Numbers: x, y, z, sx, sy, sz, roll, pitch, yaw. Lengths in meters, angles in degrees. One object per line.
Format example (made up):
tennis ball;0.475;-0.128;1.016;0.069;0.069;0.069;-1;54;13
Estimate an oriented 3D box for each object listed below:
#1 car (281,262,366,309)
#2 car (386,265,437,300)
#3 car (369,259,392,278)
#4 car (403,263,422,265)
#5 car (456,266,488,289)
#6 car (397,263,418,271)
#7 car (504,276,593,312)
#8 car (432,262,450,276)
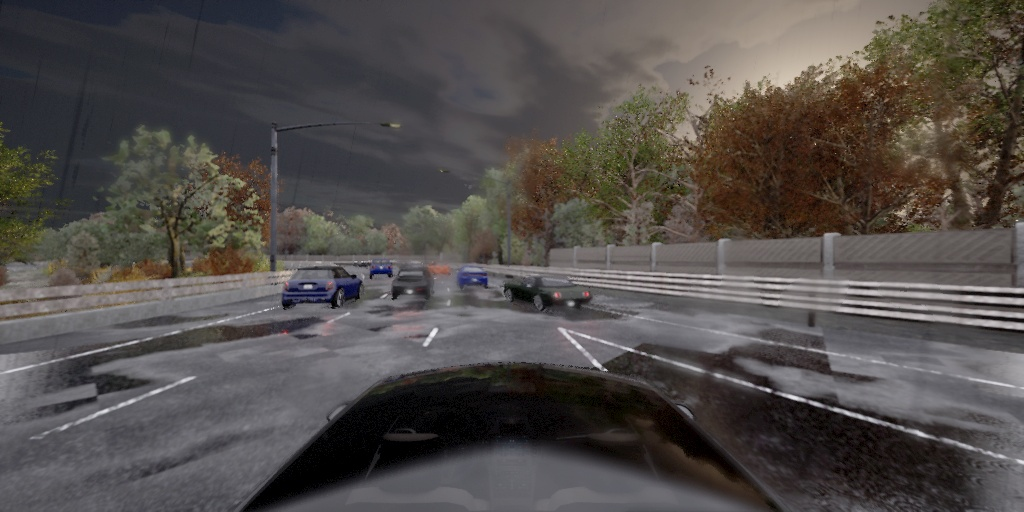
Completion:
car;-8.209;1.240;15.980;2.097;1.767;4.553;0;-1;-8
car;-5.172;1.420;19.093;1.837;1.490;4.892;0;-1;-9
car;-14.338;1.329;39.117;2.150;2.045;5.566;0;-1;-21
car;-10.074;1.583;37.630;2.128;1.511;4.902;0;-1;-20
car;-2.927;1.454;25.705;1.882;1.535;5.008;0;-1;-12
car;-17.971;1.869;61.709;2.033;1.411;5.357;0;-1;-33
car;1.293;1.476;15.164;1.895;1.301;4.718;0;-1;-23
car;-9.198;1.510;44.706;2.097;1.767;4.553;0;-1;-23
